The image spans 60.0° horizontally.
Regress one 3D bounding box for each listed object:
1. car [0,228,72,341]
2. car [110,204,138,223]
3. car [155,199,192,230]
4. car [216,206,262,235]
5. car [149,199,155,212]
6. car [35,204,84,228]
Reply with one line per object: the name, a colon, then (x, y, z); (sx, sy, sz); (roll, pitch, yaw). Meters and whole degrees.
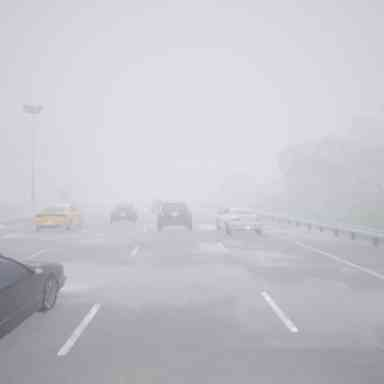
car: (-3.525, 1.560, 4.641); (2.033, 1.411, 5.357); (0, 0, -2)
car: (-5.275, 1.604, 26.196); (1.994, 1.385, 4.181); (0, 0, -7)
car: (-1.202, 1.379, 21.606); (2.097, 1.767, 4.553); (0, 0, -6)
car: (2.591, 1.542, 18.863); (1.812, 1.442, 4.674); (0, 0, -5)
car: (-4.058, 1.559, 40.239); (1.837, 1.490, 4.892); (0, 0, -11)
car: (-8.151, 1.518, 20.865); (1.882, 1.535, 5.008); (0, 0, -6)
